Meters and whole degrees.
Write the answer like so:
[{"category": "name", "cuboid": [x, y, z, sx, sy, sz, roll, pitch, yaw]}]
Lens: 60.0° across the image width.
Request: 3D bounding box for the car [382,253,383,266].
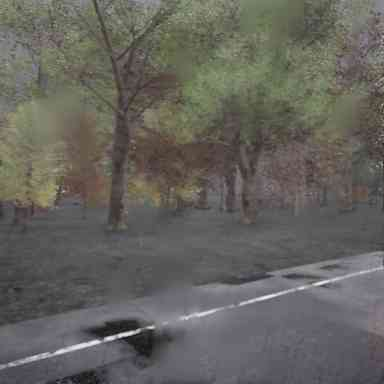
[{"category": "car", "cuboid": [7.055, 1.640, 8.706, 4.718, 1.301, 1.895, 0, 0, -35]}]
